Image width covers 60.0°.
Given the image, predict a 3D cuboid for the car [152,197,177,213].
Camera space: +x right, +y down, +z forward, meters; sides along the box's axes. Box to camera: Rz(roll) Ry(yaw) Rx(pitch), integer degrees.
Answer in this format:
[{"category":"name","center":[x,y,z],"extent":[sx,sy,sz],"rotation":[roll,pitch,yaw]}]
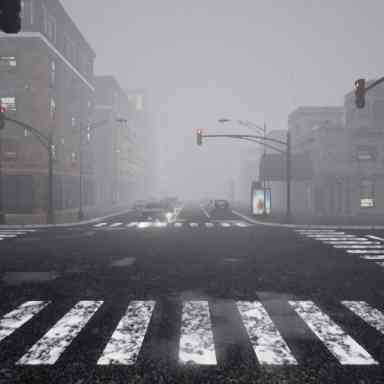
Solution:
[{"category":"car","center":[-3.079,1.581,37.662],"extent":[1.994,1.385,4.181],"rotation":[0,0,0]}]

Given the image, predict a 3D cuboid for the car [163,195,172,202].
[{"category":"car","center":[-5.664,1.510,77.403],"extent":[1.967,1.590,4.097],"rotation":[0,0,0]}]

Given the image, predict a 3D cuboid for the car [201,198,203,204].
[{"category":"car","center":[2.706,1.579,48.929],"extent":[2.008,1.369,4.403],"rotation":[0,0,0]}]

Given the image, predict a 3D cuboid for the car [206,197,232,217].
[{"category":"car","center":[2.698,1.451,31.838],"extent":[1.967,1.590,4.097],"rotation":[0,0,0]}]

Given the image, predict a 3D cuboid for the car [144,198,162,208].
[{"category":"car","center":[-5.674,1.579,48.920],"extent":[2.008,1.369,4.403],"rotation":[0,0,0]}]

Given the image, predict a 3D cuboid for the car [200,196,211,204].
[{"category":"car","center":[2.714,1.602,66.019],"extent":[2.008,1.369,4.403],"rotation":[-1,0,0]}]

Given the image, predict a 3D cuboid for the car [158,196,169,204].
[{"category":"car","center":[-5.667,1.576,65.840],"extent":[1.752,1.417,4.829],"rotation":[0,0,0]}]

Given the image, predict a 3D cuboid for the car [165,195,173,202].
[{"category":"car","center":[-5.660,1.606,82.929],"extent":[1.752,1.417,4.829],"rotation":[-1,0,0]}]

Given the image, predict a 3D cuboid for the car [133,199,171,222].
[{"category":"car","center":[-3.091,1.555,26.842],"extent":[2.033,1.411,5.357],"rotation":[0,0,0]}]

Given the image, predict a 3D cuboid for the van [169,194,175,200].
[{"category":"van","center":[-5.656,1.446,94.493],"extent":[1.690,1.788,3.998],"rotation":[-1,0,0]}]

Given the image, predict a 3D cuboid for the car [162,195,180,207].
[{"category":"car","center":[-3.070,1.533,48.181],"extent":[1.837,1.490,4.892],"rotation":[0,0,0]}]

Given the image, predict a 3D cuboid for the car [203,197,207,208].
[{"category":"car","center":[2.704,1.604,43.232],"extent":[1.802,1.307,4.206],"rotation":[0,0,0]}]

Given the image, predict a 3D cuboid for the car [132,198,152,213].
[{"category":"car","center":[-5.679,1.567,37.527],"extent":[2.008,1.369,4.403],"rotation":[0,0,0]}]

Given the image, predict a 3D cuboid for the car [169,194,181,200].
[{"category":"car","center":[-3.032,1.545,58.597],"extent":[1.837,1.490,4.892],"rotation":[0,0,1]}]
